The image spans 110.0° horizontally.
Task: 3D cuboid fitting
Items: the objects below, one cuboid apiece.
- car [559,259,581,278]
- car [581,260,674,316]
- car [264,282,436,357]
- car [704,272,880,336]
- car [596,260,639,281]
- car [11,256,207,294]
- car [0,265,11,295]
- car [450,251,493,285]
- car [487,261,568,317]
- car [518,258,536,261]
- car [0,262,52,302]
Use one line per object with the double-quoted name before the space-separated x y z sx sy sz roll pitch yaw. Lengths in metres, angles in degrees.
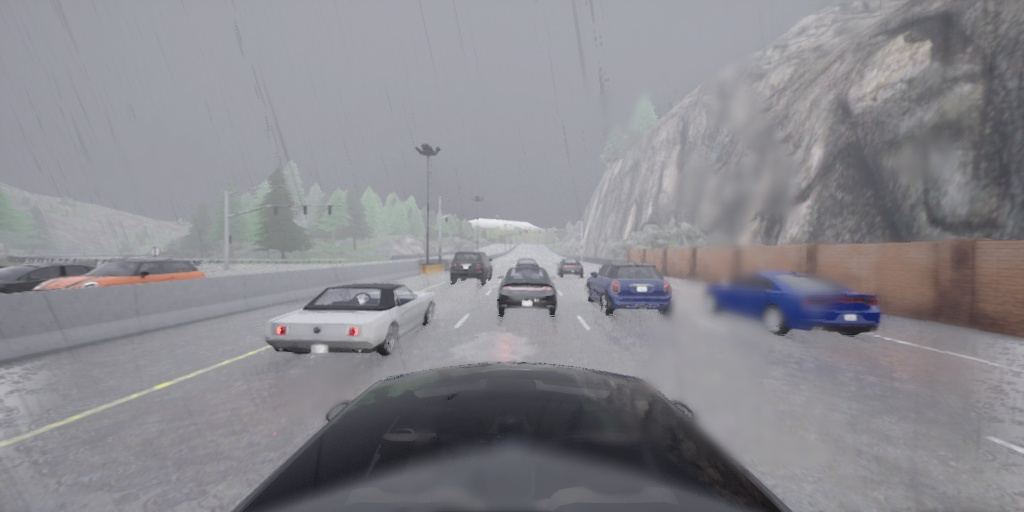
"car" 4.719 0.953 29.592 2.128 1.511 4.902 0 0 3
"car" 4.047 0.999 13.077 2.097 1.767 4.553 0 1 2
"car" -3.155 1.256 8.251 1.895 1.301 4.718 0 1 2
"car" 7.433 1.179 10.260 1.882 1.535 5.008 0 0 2
"car" 8.172 1.046 28.378 2.033 1.411 5.357 0 1 2
"car" -13.608 0.906 12.840 2.097 1.767 4.553 0 1 2
"car" -17.110 1.039 12.895 1.837 1.490 4.892 0 0 2
"car" -2.547 0.710 23.353 2.150 2.045 5.566 0 1 2
"car" 0.522 1.121 12.634 2.128 1.511 4.902 0 1 2
"car" 1.204 0.922 29.275 1.882 1.535 5.008 0 0 2
"car" -20.617 1.005 12.849 1.837 1.490 4.892 0 0 3
